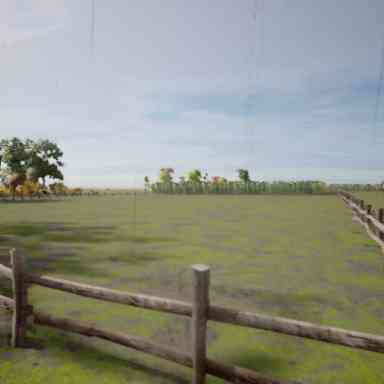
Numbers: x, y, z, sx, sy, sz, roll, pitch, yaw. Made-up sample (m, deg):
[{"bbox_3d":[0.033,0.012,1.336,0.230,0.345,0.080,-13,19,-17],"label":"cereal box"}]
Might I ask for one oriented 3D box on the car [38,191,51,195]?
[{"bbox_3d":[-36.660,0.282,82.178,1.812,1.442,4.674,1,1,9],"label":"car"}]
